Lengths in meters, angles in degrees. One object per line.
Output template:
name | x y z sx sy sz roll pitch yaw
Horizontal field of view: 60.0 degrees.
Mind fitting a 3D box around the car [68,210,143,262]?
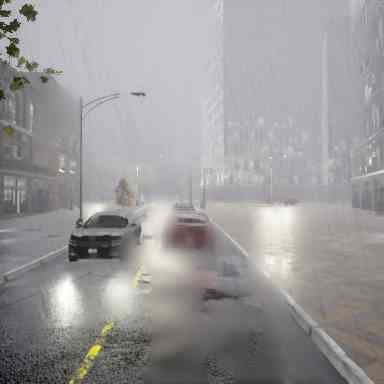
car | -3.003 1.479 12.351 1.882 1.535 5.008 0 0 -1

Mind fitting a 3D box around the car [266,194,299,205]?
car | 13.965 1.201 51.548 5.009 1.841 2.192 0 -1 15

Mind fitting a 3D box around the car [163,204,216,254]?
car | -0.143 1.480 13.516 1.882 1.535 5.008 0 0 -1
